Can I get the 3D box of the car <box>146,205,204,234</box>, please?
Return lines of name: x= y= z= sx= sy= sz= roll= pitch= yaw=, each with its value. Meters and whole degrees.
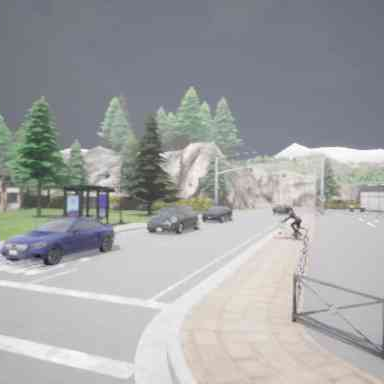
car: x=-1.154 y=1.679 z=21.741 sx=2.097 sy=1.767 sz=4.553 roll=0 pitch=-1 yaw=21

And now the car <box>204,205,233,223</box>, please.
car: x=2.421 y=1.998 z=31.183 sx=1.882 sy=1.535 sz=5.008 roll=0 pitch=-1 yaw=21

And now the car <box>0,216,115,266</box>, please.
car: x=-4.679 y=1.661 z=12.418 sx=1.812 sy=1.442 sz=4.674 roll=0 pitch=-1 yaw=21

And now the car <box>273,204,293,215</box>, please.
car: x=12.616 y=2.382 z=46.056 sx=2.128 sy=1.511 sz=4.902 roll=0 pitch=-1 yaw=30

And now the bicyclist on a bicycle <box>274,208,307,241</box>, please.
bicyclist on a bicycle: x=4.958 y=1.639 z=16.757 sx=1.656 sy=1.620 sz=0.582 roll=0 pitch=-1 yaw=21
